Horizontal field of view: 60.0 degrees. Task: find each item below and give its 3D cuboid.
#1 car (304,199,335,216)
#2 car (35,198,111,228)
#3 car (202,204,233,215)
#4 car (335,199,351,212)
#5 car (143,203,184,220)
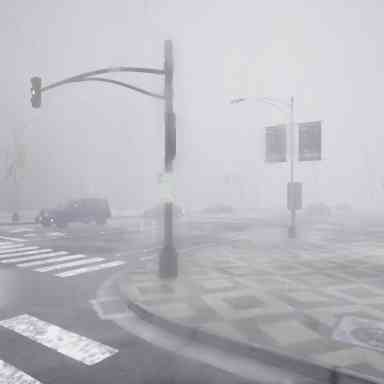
[{"bbox_3d":[16.086,2.021,42.047,2.097,1.767,4.553,0,-1,35],"label":"car"},{"bbox_3d":[-8.512,1.461,24.466,2.150,2.045,5.566,0,-1,35],"label":"car"},{"bbox_3d":[3.190,2.135,41.014,1.895,1.301,4.718,0,-1,35],"label":"car"},{"bbox_3d":[24.580,2.381,54.078,2.128,1.511,4.902,0,-1,35],"label":"car"},{"bbox_3d":[-2.738,1.890,32.633,1.837,1.490,4.892,0,-1,36],"label":"car"}]
